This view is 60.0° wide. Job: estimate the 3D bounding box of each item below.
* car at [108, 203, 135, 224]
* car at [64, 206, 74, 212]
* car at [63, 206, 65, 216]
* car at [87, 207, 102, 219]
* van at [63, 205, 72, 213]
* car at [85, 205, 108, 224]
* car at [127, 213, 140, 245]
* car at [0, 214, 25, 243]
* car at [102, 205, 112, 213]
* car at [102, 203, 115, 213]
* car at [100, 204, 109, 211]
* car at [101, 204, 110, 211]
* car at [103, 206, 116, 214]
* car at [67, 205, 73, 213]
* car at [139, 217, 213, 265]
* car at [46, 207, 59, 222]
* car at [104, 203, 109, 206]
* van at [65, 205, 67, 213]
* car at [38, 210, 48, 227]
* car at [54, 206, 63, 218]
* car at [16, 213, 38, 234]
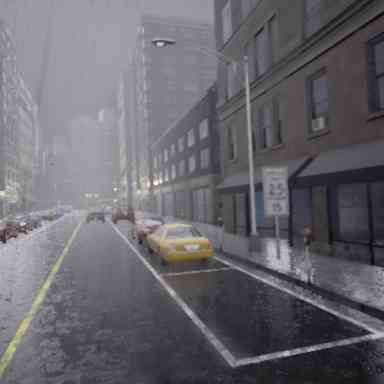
[{"bbox_3d":[-6.908,2.157,33.396,2.192,1.841,5.009,-1,-1,-17],"label":"car"},{"bbox_3d":[-30.790,4.340,83.433,1.887,1.381,4.507,-1,-1,-17],"label":"car"},{"bbox_3d":[-21.307,3.275,51.775,1.752,1.417,4.829,-1,-1,-17],"label":"car"},{"bbox_3d":[-13.783,2.874,47.087,1.837,1.490,4.892,-2,-1,-16],"label":"car"},{"bbox_3d":[-29.223,3.961,78.188,1.690,1.788,3.998,-1,-1,-17],"label":"van"},{"bbox_3d":[-10.373,2.526,35.830,1.837,1.490,4.892,-2,-1,-16],"label":"car"},{"bbox_3d":[-2.182,1.955,17.640,1.802,1.307,4.206,-1,-1,-17],"label":"car"},{"bbox_3d":[-11.918,2.333,20.444,1.887,1.381,4.507,-1,-1,-17],"label":"car"},{"bbox_3d":[-17.961,3.538,70.299,1.752,1.417,4.829,-1,-1,-17],"label":"car"},{"bbox_3d":[-16.346,3.149,64.892,2.192,1.841,5.009,-1,-1,-17],"label":"car"},{"bbox_3d":[-22.632,3.974,85.887,1.967,1.590,4.097,-1,-1,-17],"label":"car"},{"bbox_3d":[-21.060,3.798,80.637,1.967,1.590,4.097,-1,-1,-17],"label":"car"},{"bbox_3d":[-14.767,3.213,59.637,2.008,1.369,4.403,-1,-1,-17],"label":"car"},{"bbox_3d":[-27.645,4.010,72.934,1.947,1.339,4.313,-1,-1,-17],"label":"car"},{"bbox_3d":[-0.659,1.751,12.555,1.752,1.417,4.829,-1,-1,-17],"label":"car"},{"bbox_3d":[-18.209,2.968,41.440,1.887,1.381,4.507,-1,-1,-17],"label":"car"},{"bbox_3d":[-13.243,3.023,54.550,1.752,1.417,4.829,-1,-1,-17],"label":"car"},{"bbox_3d":[-22.933,3.265,57.193,1.690,1.788,3.998,-1,-1,-17],"label":"van"},{"bbox_3d":[-15.064,2.654,30.943,2.008,1.369,4.403,-1,-1,-17],"label":"car"},{"bbox_3d":[-19.786,3.029,46.693,1.967,1.590,4.097,-1,-1,-17],"label":"car"},{"bbox_3d":[-13.494,2.386,25.696,1.967,1.590,4.097,-1,-1,-17],"label":"car"}]
